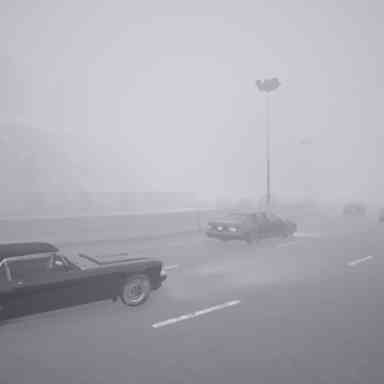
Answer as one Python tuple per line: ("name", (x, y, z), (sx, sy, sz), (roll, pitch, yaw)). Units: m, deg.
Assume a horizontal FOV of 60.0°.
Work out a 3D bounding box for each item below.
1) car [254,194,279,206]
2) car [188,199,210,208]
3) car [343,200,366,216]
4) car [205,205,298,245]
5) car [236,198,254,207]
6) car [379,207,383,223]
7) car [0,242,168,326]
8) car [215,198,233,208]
("car", (10.561, 1.311, 45.691), (2.150, 2.045, 5.566), (0, 0, 23))
("car", (1.004, 1.730, 49.891), (1.895, 1.301, 4.718), (0, 0, 23))
("car", (16.461, 1.562, 33.673), (1.812, 1.442, 4.674), (0, 0, 29))
("car", (2.980, 1.581, 15.838), (5.357, 1.411, 2.033), (0, 0, -44))
("car", (7.785, 1.580, 48.094), (1.882, 1.535, 5.008), (0, 0, 22))
("car", (15.455, 1.565, 25.297), (2.033, 1.411, 5.357), (0, 0, 35))
("car", (-2.850, 1.628, 6.332), (4.718, 1.301, 1.895), (0, 0, -36))
("car", (4.837, 1.608, 50.185), (2.128, 1.511, 4.902), (0, 0, 21))
